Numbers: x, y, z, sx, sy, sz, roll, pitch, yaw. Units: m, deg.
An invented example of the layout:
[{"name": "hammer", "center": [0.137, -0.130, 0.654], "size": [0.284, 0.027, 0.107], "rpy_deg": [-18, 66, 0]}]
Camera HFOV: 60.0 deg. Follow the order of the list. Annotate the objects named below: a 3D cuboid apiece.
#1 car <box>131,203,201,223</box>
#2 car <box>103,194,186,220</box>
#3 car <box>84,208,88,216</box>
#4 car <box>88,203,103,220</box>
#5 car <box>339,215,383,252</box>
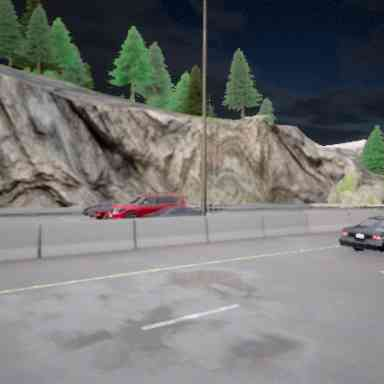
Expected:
[{"name": "car", "center": [-1.133, 1.540, 19.756], "size": [4.181, 1.385, 1.994], "rpy_deg": [0, 0, -31]}, {"name": "car", "center": [-2.865, 1.184, 22.830], "size": [5.566, 2.045, 2.150], "rpy_deg": [0, 0, -31]}, {"name": "car", "center": [-7.049, 1.495, 28.439], "size": [4.181, 1.385, 1.994], "rpy_deg": [0, 0, -31]}, {"name": "car", "center": [-5.171, 1.546, 25.522], "size": [4.718, 1.301, 1.895], "rpy_deg": [0, 0, -31]}, {"name": "car", "center": [8.027, 1.589, 12.803], "size": [5.357, 1.411, 2.033], "rpy_deg": [0, 0, -30]}]
